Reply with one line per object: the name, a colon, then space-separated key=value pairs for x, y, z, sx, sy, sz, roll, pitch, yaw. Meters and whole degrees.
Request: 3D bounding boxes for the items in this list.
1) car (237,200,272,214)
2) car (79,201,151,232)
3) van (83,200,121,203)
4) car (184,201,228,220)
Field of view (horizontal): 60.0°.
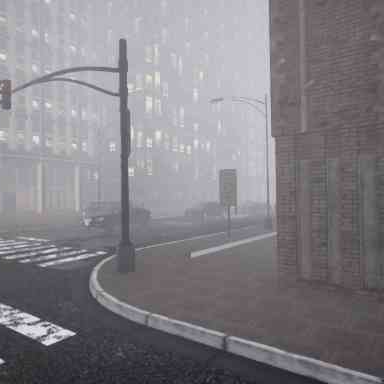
car: x=7.255 y=1.707 z=37.514 sx=1.895 sy=1.301 sz=4.718 roll=-1 pitch=-1 yaw=36
car: x=-4.633 y=1.557 z=20.983 sx=2.128 sy=1.511 sz=4.902 roll=-1 pitch=-1 yaw=34
van: x=-6.008 y=1.460 z=23.498 sx=1.690 sy=1.788 sz=3.998 roll=-2 pitch=-1 yaw=36
car: x=1.297 y=1.563 z=29.228 sx=1.882 sy=1.535 sz=5.008 roll=-1 pitch=-1 yaw=36
